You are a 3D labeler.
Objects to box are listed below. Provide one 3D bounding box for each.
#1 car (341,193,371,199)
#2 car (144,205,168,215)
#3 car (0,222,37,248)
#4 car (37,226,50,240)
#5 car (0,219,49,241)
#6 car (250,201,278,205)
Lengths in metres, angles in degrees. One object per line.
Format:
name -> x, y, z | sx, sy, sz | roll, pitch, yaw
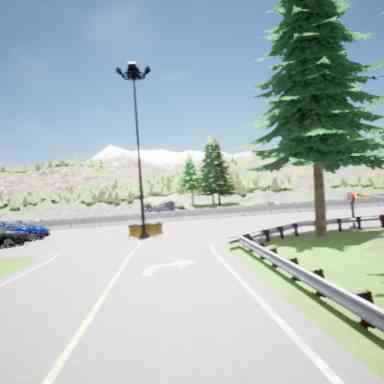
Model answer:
car -> 28.410, 0.961, 57.791 | 5.008, 1.535, 1.882 | -4, -1, -4
car -> -6.099, 3.158, 55.285 | 4.553, 1.767, 2.097 | -4, -1, -4
car -> -13.880, 3.112, 22.928 | 5.008, 1.535, 1.882 | -4, -1, -4
car -> -13.955, 3.194, 26.432 | 5.008, 1.535, 1.882 | -4, -1, -4
car -> -15.704, 3.416, 29.809 | 4.892, 1.490, 1.837 | -4, -1, -4
car -> 12.096, 2.183, 56.596 | 4.718, 1.301, 1.895 | -4, -1, -4
